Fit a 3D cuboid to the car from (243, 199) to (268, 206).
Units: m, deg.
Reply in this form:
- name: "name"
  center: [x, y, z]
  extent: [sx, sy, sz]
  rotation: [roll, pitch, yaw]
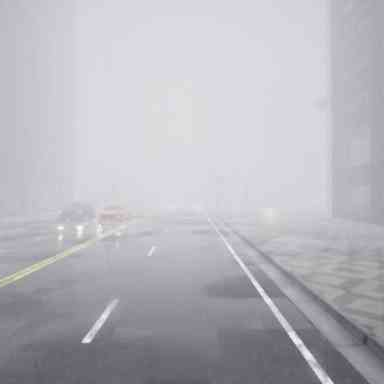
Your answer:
- name: "car"
  center: [12.877, 2.266, 67.728]
  extent: [4.902, 1.511, 2.128]
  rotation: [0, -1, 0]

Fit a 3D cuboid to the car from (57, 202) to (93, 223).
- name: "car"
  center: [-9.853, 1.649, 28.697]
  extent: [2.097, 1.767, 4.553]
  rotation: [0, -1, 0]

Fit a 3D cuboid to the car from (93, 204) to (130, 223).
- name: "car"
  center: [-6.604, 1.773, 28.554]
  extent: [1.882, 1.535, 5.008]
  rotation: [0, -1, 0]
